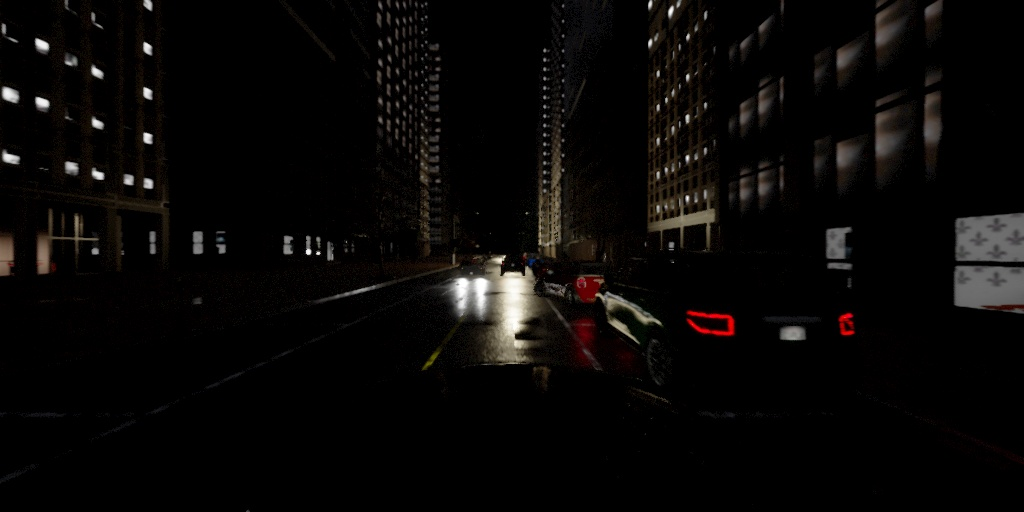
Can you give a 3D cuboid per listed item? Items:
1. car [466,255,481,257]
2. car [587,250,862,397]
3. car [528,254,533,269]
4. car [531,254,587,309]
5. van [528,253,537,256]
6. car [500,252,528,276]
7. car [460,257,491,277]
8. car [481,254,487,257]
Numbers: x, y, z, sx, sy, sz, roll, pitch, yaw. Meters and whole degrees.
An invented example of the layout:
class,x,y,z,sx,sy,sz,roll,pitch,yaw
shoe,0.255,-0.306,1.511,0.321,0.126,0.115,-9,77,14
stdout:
class,x,y,z,sx,sy,sz,roll,pitch,yaw
car,-5.684,0.623,47.714,1.967,1.591,4.097,0,0,0
car,3.108,0.918,6.653,2.150,2.045,5.566,0,1,0
car,2.695,0.833,30.818,1.967,1.591,4.097,0,0,0
car,2.579,0.947,14.414,2.097,1.767,4.553,0,1,-15
van,2.696,0.594,42.100,1.690,1.789,3.998,0,0,0
car,0.078,0.735,31.482,2.097,1.767,4.553,0,1,0
car,-3.091,1.008,29.632,1.895,1.301,4.718,0,1,0
car,-5.683,0.591,58.998,2.007,1.370,4.403,0,0,0
